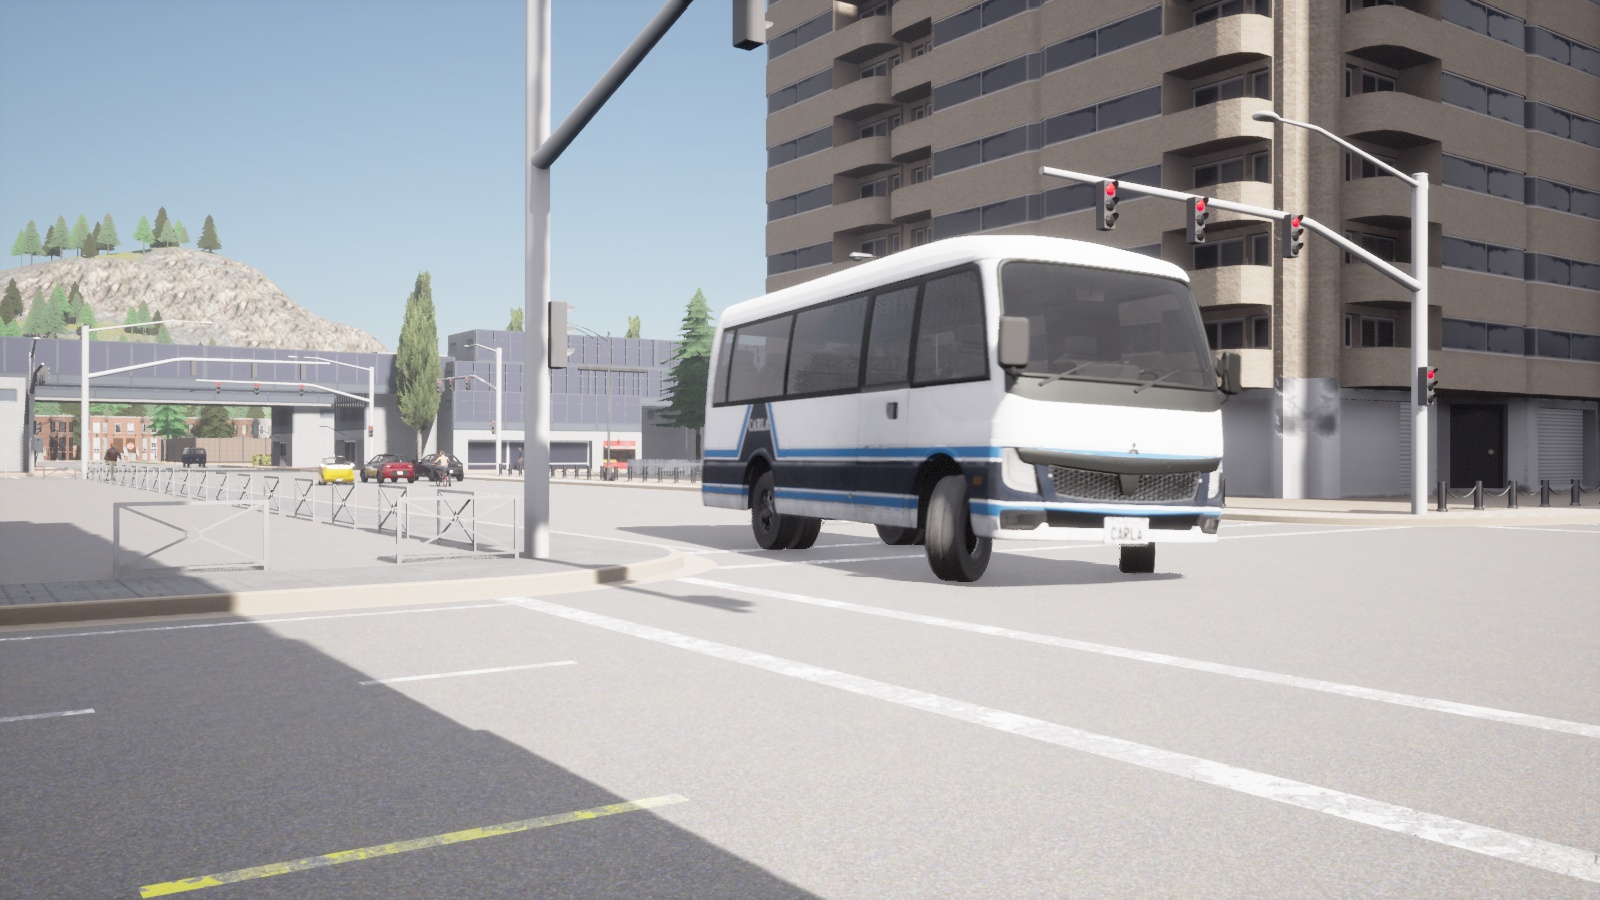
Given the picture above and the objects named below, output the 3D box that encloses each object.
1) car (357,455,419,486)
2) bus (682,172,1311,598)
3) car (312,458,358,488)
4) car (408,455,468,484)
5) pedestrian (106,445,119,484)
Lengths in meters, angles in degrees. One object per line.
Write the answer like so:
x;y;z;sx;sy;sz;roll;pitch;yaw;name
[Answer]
-20.704;1.012;63.020;1.816;1.474;4.193;0;0;-35;car
1.847;-0.551;18.031;3.944;4.253;10.273;2;-1;-23;bus
-21.490;1.043;58.010;1.481;1.376;2.207;0;0;-35;car
-19.461;1.020;67.379;1.816;1.474;4.193;0;0;-35;car
-32.431;0.672;59.222;0.431;1.840;0.703;0;0;-36;pedestrian
